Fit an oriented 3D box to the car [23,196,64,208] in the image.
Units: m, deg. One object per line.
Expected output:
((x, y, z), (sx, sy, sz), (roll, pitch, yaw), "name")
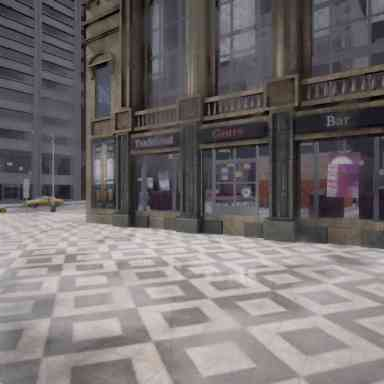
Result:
((-18.517, 1.144, 41.565), (1.752, 1.417, 4.829), (1, 2, 36), "car")

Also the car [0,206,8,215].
((-18.034, 1.341, 27.664), (1.752, 1.417, 4.829), (1, 2, 36), "car")
